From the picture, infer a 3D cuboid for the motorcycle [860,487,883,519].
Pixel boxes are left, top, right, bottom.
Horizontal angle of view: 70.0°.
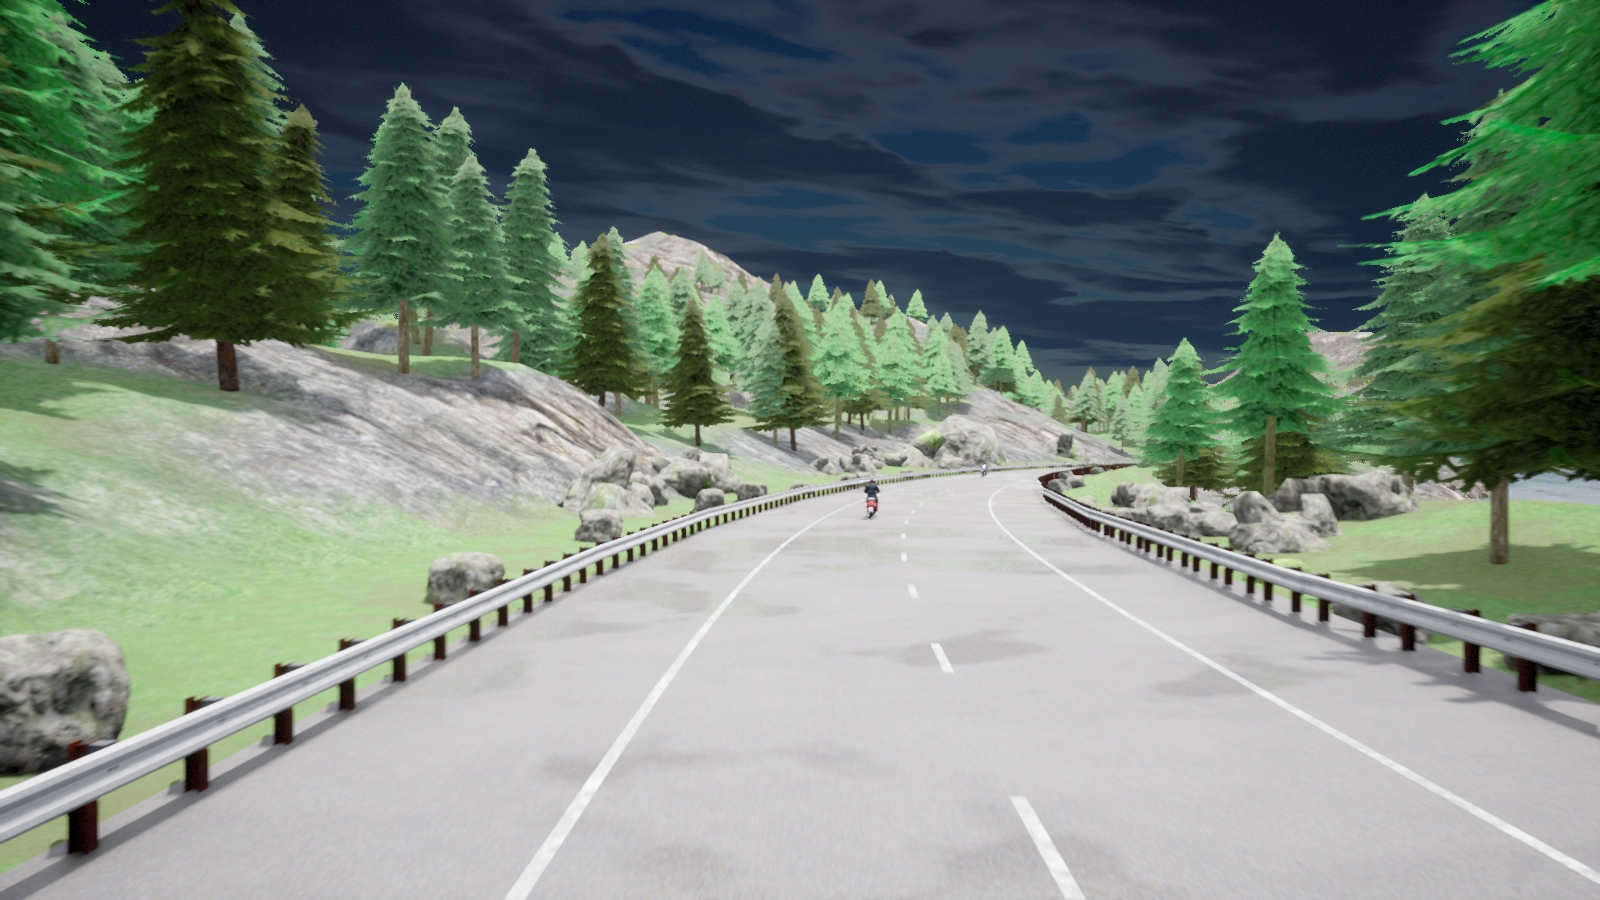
[{"bbox_3d":[2.976,2.183,47.388,0.856,1.236,1.805,1,0,7],"label":"motorcycle"}]
